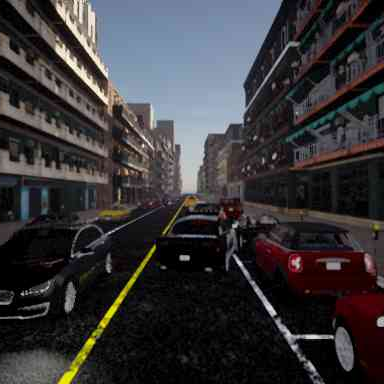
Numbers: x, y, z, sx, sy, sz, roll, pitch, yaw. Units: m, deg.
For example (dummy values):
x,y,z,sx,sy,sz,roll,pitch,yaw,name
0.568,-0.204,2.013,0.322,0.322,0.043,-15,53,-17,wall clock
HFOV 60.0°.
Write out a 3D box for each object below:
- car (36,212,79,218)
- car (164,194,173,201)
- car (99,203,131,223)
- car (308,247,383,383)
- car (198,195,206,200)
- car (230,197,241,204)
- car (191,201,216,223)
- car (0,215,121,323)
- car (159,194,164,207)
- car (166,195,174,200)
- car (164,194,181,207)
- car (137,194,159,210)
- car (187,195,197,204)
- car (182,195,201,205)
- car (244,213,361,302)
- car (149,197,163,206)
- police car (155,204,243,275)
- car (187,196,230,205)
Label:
x,y,z,sx,sy,sz,roll,pitch,yaw,name
-5.697,1.551,13.893,1.947,1.339,4.313,0,0,0,car
-5.733,1.333,81.531,1.967,1.590,4.097,0,0,0,car
-5.703,1.498,24.997,1.752,1.417,4.829,0,0,0,car
2.690,1.542,2.623,1.887,1.381,4.507,0,0,0,car
2.644,1.429,87.168,1.887,1.381,4.507,0,0,0,car
2.679,1.287,25.168,2.192,1.841,5.009,0,0,0,car
0.809,1.497,26.384,1.812,1.442,4.674,0,0,0,car
-3.104,1.497,7.465,1.837,1.490,4.892,0,0,0,car
-5.714,1.257,47.713,2.192,1.841,5.009,0,0,0,car
-5.737,1.429,87.168,1.887,1.381,4.507,0,0,0,car
-3.117,1.431,49.471,2.128,1.511,4.902,0,0,0,car
-5.712,1.390,42.077,1.967,1.590,4.097,0,0,0,car
-0.034,1.400,61.769,1.882,1.535,5.008,0,0,0,car
-0.024,1.421,46.994,1.882,1.535,5.008,0,0,0,car
2.687,1.432,8.259,1.967,1.590,4.097,0,0,0,car
-5.719,1.516,53.350,1.802,1.307,4.206,0,0,0,car
0.382,1.410,10.728,1.930,1.638,5.238,-1,0,13,police car
0.888,1.329,20.362,2.097,1.767,4.553,0,0,0,car
